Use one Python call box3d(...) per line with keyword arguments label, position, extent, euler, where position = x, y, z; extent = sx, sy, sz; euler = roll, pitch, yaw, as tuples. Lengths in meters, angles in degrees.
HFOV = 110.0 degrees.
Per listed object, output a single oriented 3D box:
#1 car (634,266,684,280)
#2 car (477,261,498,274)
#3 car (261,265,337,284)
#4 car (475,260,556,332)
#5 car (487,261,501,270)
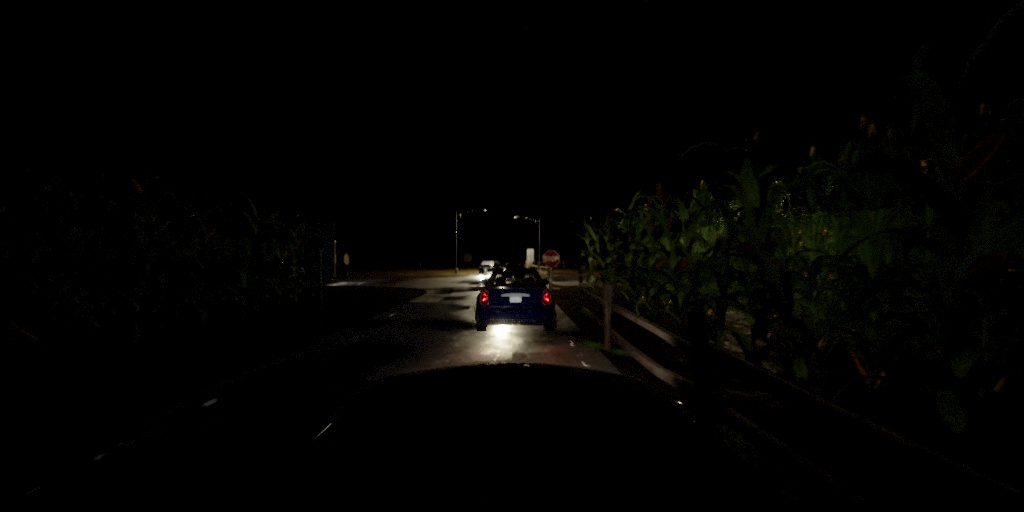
box3d(label="car", position=(12.484, 1.153, 30.404), extent=(4.553, 1.767, 2.097), euler=(0, 1, -2))
box3d(label="car", position=(-2.899, 1.344, 43.188), extent=(2.128, 1.511, 4.902), euler=(0, 0, 2))
box3d(label="car", position=(-16.460, 1.412, 27.523), extent=(5.357, 1.411, 2.033), euler=(0, 1, -1))
box3d(label="car", position=(0.094, 1.129, 11.168), extent=(2.097, 1.767, 4.553), euler=(0, 0, 0))
box3d(label="car", position=(-2.841, 1.483, 58.002), extent=(1.895, 1.301, 4.718), euler=(0, 0, 0))
